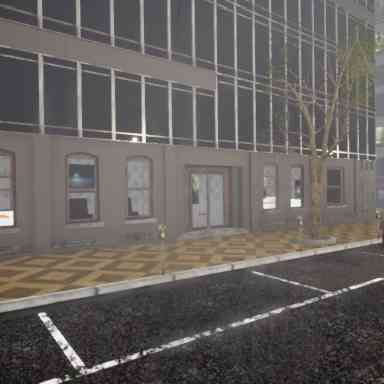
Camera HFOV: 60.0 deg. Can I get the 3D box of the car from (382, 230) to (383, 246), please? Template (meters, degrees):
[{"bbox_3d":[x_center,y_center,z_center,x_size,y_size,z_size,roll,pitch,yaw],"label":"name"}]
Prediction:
[{"bbox_3d":[9.345,1.436,13.264,4.097,1.590,1.967,0,-1,-36],"label":"car"}]
